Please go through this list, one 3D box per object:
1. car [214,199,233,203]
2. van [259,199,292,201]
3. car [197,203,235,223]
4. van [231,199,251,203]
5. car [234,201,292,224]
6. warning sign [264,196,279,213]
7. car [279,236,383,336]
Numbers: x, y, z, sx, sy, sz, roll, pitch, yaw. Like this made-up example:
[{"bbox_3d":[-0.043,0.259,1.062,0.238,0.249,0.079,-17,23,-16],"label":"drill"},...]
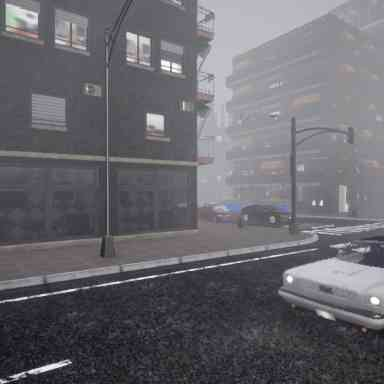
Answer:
[{"bbox_3d":[2.072,1.890,37.731,1.812,1.442,4.674,0,-1,-36],"label":"car"},{"bbox_3d":[8.372,1.602,33.588,1.690,1.788,3.998,-1,0,-37],"label":"van"},{"bbox_3d":[1.653,1.874,28.643,1.802,1.307,4.206,-1,0,-37],"label":"car"},{"bbox_3d":[5.038,1.676,38.090,1.690,1.788,3.998,-1,0,-37],"label":"van"},{"bbox_3d":[6.015,1.737,27.078,1.837,1.490,4.892,0,-1,-35],"label":"car"},{"bbox_3d":[8.849,1.400,36.979,1.300,1.860,1.060,1,0,-37],"label":"warning sign"},{"bbox_3d":[3.865,1.600,6.473,4.718,1.301,1.895,0,0,-36],"label":"car"}]
